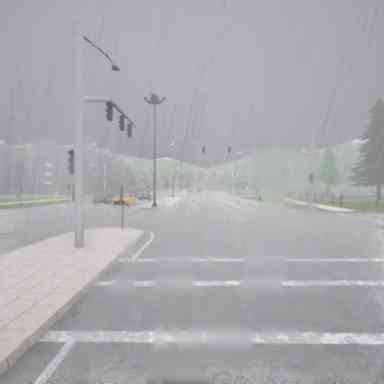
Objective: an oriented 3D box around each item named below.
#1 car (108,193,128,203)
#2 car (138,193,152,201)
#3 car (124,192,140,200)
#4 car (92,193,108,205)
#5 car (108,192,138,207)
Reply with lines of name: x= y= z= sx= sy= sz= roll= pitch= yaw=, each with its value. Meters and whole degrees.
car: x=-11.424 y=0.841 z=51.907 sx=1.994 sy=1.385 sz=4.181 roll=0 pitch=1 yaw=3
car: x=-8.040 y=0.778 z=56.705 sx=1.994 sy=1.385 sz=4.181 roll=0 pitch=1 yaw=1
car: x=-11.487 y=0.700 z=64.218 sx=2.033 sy=1.411 sz=5.357 roll=0 pitch=1 yaw=0
car: x=-11.586 y=0.899 z=43.322 sx=1.837 sy=1.490 sz=4.892 roll=0 pitch=2 yaw=0
car: x=-8.080 y=0.933 z=39.240 sx=1.882 sy=1.535 sz=5.008 roll=0 pitch=1 yaw=0
